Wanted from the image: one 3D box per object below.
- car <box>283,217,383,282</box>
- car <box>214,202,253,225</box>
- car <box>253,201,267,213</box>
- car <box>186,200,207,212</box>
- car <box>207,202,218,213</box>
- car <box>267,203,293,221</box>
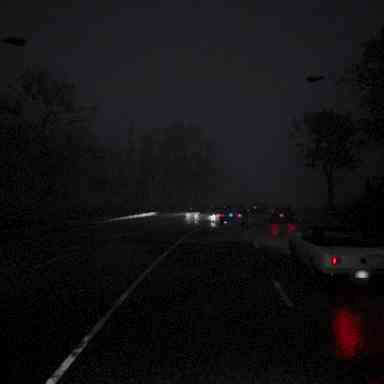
[{"bbox_3d":[4.218,1.669,10.035,1.895,1.301,4.718,0,0,6],"label":"car"},{"bbox_3d":[3.322,1.696,25.756,2.033,1.411,5.357,0,0,14],"label":"car"},{"bbox_3d":[8.039,1.810,40.612,1.994,1.385,4.181,0,0,21],"label":"car"},{"bbox_3d":[0.771,1.705,41.771,2.128,1.511,4.902,0,0,21],"label":"car"},{"bbox_3d":[3.759,1.820,39.897,1.895,1.301,4.718,0,0,20],"label":"car"},{"bbox_3d":[7.773,1.710,28.823,1.812,1.442,4.674,0,0,15],"label":"car"}]
